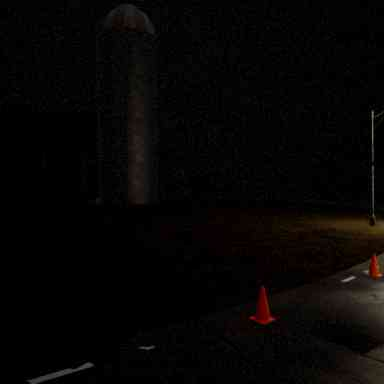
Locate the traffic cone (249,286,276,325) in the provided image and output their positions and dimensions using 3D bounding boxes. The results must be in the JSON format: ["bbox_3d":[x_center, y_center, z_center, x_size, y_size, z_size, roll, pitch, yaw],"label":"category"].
[{"bbox_3d":[1.244,1.954,5.857,0.340,0.580,0.340,0,0,-38],"label":"traffic cone"}]

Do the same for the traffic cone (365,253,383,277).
[{"bbox_3d":[4.894,1.945,8.941,0.340,0.580,0.340,0,0,-43],"label":"traffic cone"}]
